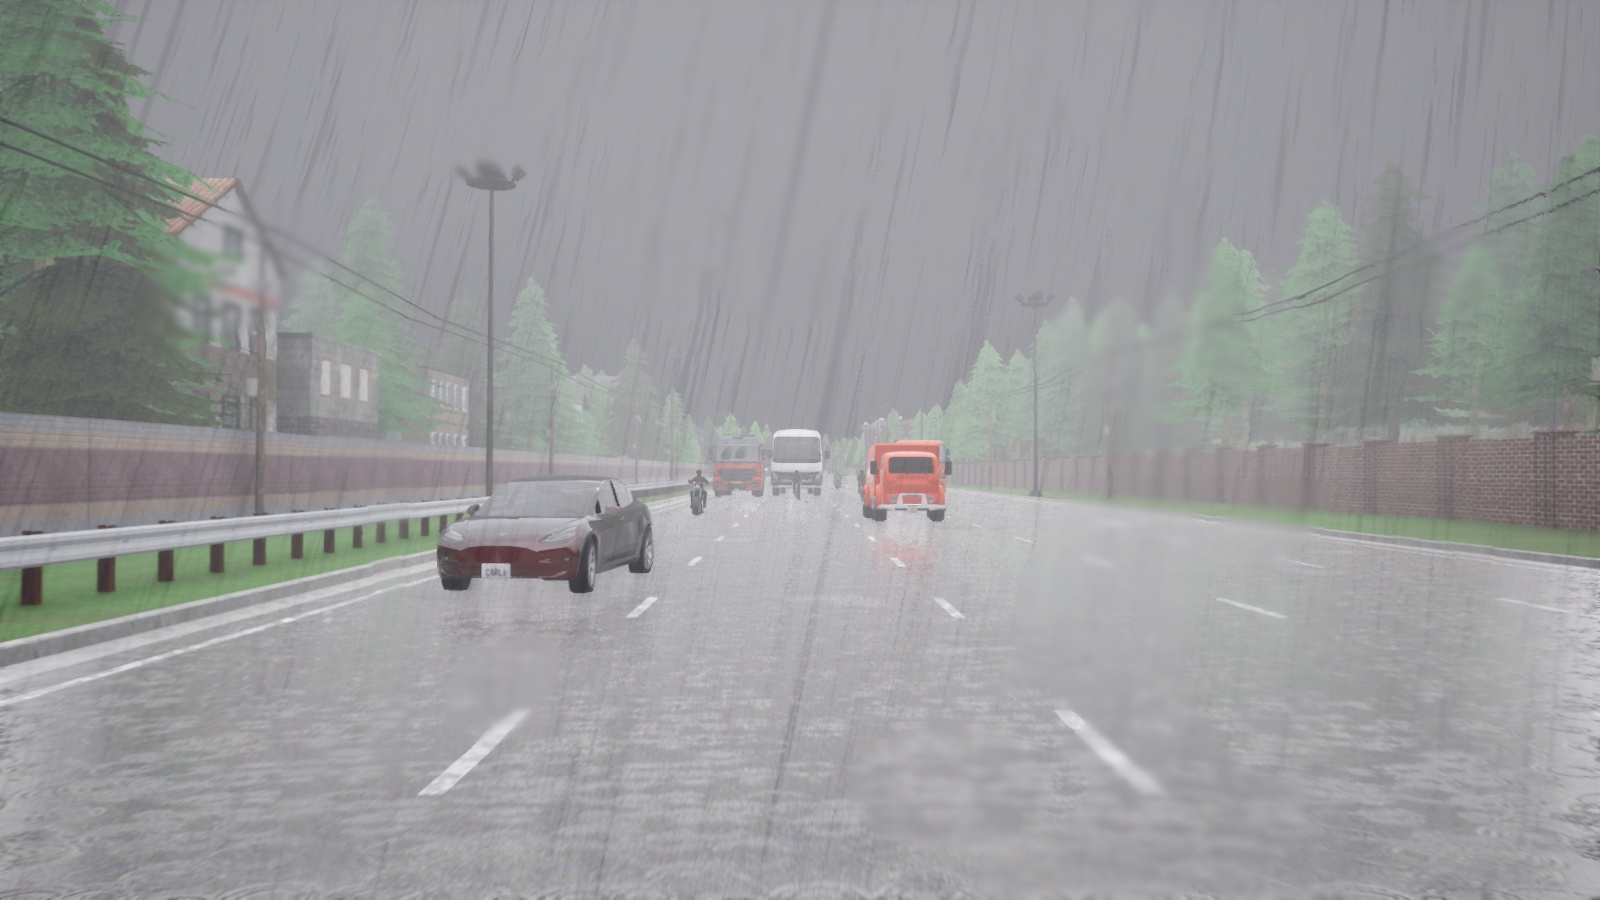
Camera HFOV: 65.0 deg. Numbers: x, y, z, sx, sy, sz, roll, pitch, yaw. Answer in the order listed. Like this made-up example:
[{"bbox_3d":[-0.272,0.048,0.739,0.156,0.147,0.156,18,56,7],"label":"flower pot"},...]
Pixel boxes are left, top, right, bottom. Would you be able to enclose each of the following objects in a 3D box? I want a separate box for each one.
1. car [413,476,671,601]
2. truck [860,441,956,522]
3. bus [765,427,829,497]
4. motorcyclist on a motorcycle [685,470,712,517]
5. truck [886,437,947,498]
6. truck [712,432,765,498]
[{"bbox_3d":[-3.406,1.124,17.703,2.163,1.488,4.792,0,-1,7],"label":"car"},{"bbox_3d":[3.400,0.995,40.652,2.627,2.467,5.204,0,-1,0],"label":"truck"},{"bbox_3d":[-0.204,0.822,82.599,3.944,4.253,10.273,0,-1,0],"label":"bus"},{"bbox_3d":[-3.608,1.529,44.796,0.766,1.649,2.350,0,-1,0],"label":"motorcyclist on a motorcycle"},{"bbox_3d":[6.817,1.054,74.576,2.891,3.462,7.936,0,-1,0],"label":"truck"},{"bbox_3d":[-3.690,0.959,77.332,2.891,3.827,8.468,0,-1,0],"label":"truck"}]
